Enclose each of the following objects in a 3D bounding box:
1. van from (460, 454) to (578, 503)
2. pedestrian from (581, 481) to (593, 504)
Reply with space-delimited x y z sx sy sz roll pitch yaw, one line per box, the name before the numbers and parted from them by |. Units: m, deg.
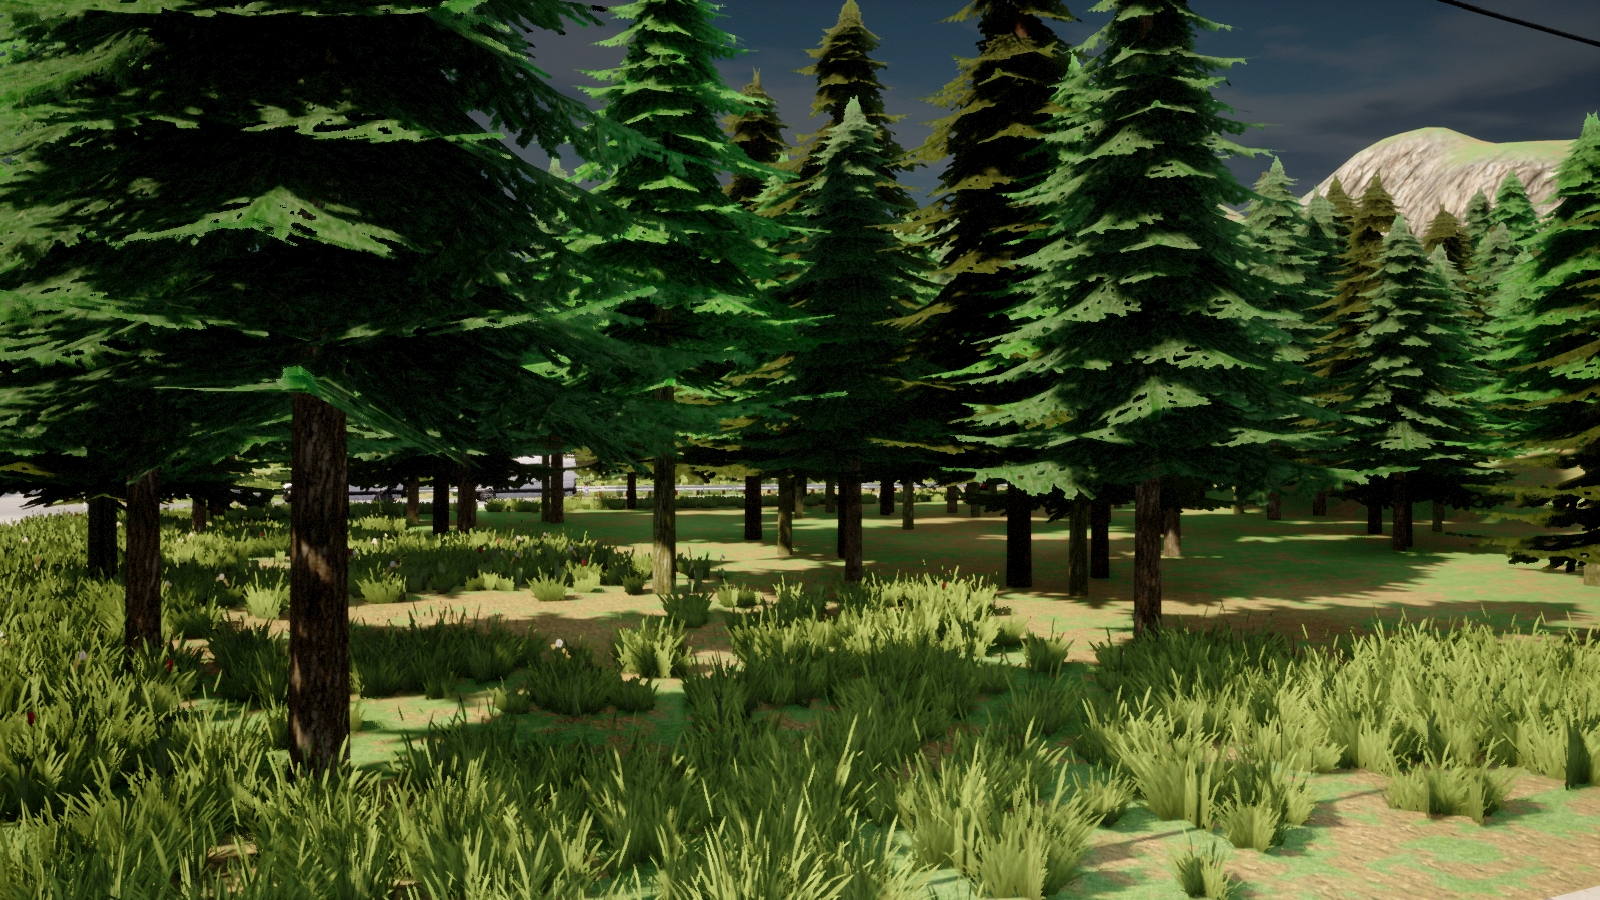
van | -15.241 1.508 62.138 5.915 2.561 1.988 0 0 -27
pedestrian | -10.410 2.050 55.828 0.500 1.100 0.500 0 0 -24
